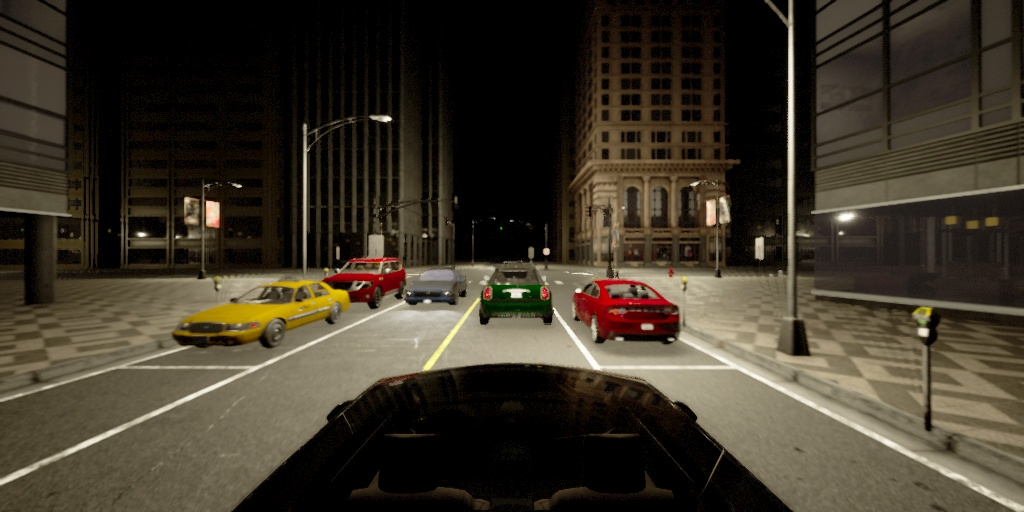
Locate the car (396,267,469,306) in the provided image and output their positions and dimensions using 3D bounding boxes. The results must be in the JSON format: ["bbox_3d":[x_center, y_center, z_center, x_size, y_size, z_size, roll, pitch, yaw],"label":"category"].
[{"bbox_3d":[-3.014,1.235,15.487,2.033,1.411,5.357,0,0,0],"label":"car"}]

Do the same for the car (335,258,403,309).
[{"bbox_3d":[-5.853,1.005,14.779,2.192,1.841,5.009,0,0,0],"label":"car"}]

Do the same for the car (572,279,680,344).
[{"bbox_3d":[2.670,1.259,9.314,1.888,1.381,4.507,0,0,0],"label":"car"}]

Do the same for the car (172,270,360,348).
[{"bbox_3d":[-5.855,1.239,9.149,1.751,1.417,4.829,0,0,0],"label":"car"}]

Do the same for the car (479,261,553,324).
[{"bbox_3d":[0.105,1.058,11.891,2.097,1.767,4.553,0,1,0],"label":"car"}]
